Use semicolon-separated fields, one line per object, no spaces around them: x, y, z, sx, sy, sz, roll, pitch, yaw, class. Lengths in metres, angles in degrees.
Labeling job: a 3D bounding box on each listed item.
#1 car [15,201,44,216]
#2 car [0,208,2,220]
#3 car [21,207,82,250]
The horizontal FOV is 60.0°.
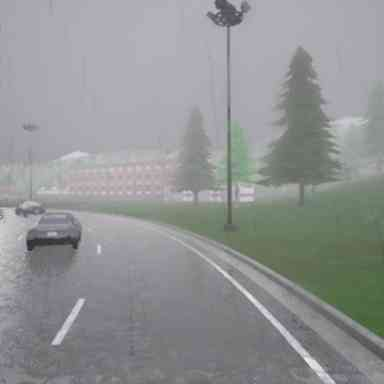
-15.051;1.567;30.977;1.812;1.442;4.674;0;0;-39;car
-17.731;1.421;28.311;2.097;1.767;4.553;-1;0;-39;car
-5.931;1.574;14.615;1.994;1.385;4.181;0;0;-17;car
